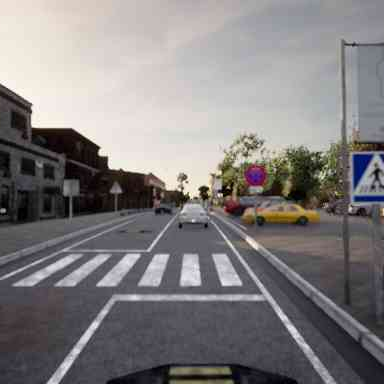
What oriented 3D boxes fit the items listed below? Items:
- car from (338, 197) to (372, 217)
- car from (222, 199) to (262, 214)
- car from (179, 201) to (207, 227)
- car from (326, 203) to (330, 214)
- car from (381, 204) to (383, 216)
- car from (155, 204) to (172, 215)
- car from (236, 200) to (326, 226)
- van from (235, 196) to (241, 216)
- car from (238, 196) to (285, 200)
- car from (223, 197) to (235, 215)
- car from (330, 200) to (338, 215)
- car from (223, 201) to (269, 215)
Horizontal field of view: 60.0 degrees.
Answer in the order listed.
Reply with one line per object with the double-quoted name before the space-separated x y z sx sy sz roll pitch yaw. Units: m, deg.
"car" 18.440 1.467 33.842 5.566 2.045 2.435 0 -2 -1
"car" 6.138 1.788 41.317 4.553 1.767 2.185 0 -2 -1
"car" 0.075 1.566 22.726 1.812 1.442 4.674 0 -1 0
"car" 18.373 1.610 39.302 5.566 2.045 2.435 0 -2 -1
"car" 18.698 1.600 28.123 5.366 1.575 1.946 0 -1 0
"car" -3.417 2.058 40.362 1.895 1.301 4.718 0 -2 0
"car" 6.097 1.522 23.218 5.366 1.575 1.946 0 -1 0
"van" 6.352 1.395 29.178 4.442 1.987 1.878 0 -1 0
"car" 6.291 1.440 26.139 4.553 1.767 2.185 0 -1 0
"car" 6.209 1.502 35.369 5.566 2.045 2.435 0 -1 -1
"car" 18.428 1.790 36.628 4.892 1.521 2.231 0 -2 -1
"car" 6.149 1.831 38.279 5.008 1.535 2.097 0 -2 -1
